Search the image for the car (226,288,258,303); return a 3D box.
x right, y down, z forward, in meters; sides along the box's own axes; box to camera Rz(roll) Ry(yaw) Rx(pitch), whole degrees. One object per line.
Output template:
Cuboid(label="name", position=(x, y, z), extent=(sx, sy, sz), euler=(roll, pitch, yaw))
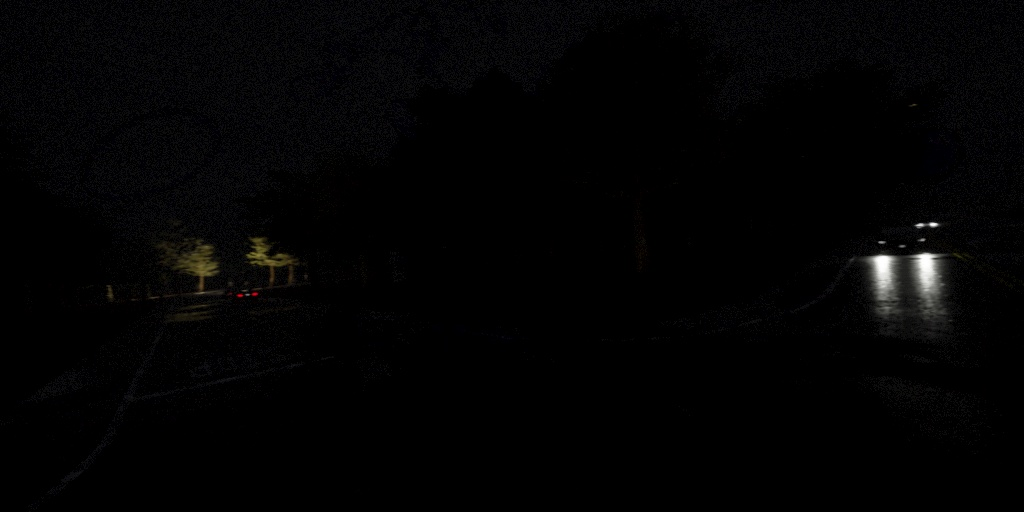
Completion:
Cuboid(label="car", position=(-27.029, 3.932, 36.191), extent=(2.033, 1.411, 5.357), euler=(-3, -2, -43))

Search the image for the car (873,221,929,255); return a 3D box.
Cuboid(label="car", position=(21.195, -0.937, 19.590), extent=(4.674, 1.442, 1.812), euler=(-6, 1, -44))

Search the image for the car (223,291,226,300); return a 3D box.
Cuboid(label="car", position=(-33.765, 4.593, 43.562), extent=(2.033, 1.411, 5.357), euler=(-3, -2, -42))
